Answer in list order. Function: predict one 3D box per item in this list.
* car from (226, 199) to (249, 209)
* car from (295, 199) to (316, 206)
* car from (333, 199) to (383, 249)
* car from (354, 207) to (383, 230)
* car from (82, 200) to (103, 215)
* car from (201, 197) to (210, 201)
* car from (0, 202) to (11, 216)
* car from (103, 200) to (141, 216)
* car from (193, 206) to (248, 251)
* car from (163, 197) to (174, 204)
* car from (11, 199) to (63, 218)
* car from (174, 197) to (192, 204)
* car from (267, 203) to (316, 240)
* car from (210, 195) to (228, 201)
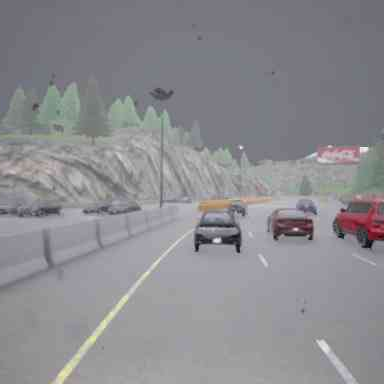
[{"bbox_3d":[4.722,1.686,34.355,1.837,1.490,4.892,0,0,14],"label":"car"},{"bbox_3d":[12.882,1.586,37.843,2.097,1.767,4.553,0,0,15],"label":"car"},{"bbox_3d":[8.258,1.329,15.122,2.150,2.045,5.566,0,0,7],"label":"car"},{"bbox_3d":[12.998,1.766,23.062,1.895,1.301,4.718,0,0,10],"label":"car"},{"bbox_3d":[-9.686,1.627,35.115,1.837,1.490,4.892,0,-1,13],"label":"car"},{"bbox_3d":[3.565,1.877,74.948,2.033,1.411,5.357,0,0,20],"label":"car"},{"bbox_3d":[-17.338,1.639,32.786,1.994,1.385,4.181,0,0,12],"label":"car"},{"bbox_3d":[-6.593,1.631,32.972,1.837,1.490,4.892,0,-1,13],"label":"car"},{"bbox_3d":[1.164,1.564,14.417,2.128,1.511,4.902,0,0,6],"label":"car"},{"bbox_3d":[-4.784,1.768,72.567,1.882,1.535,5.008,0,0,20],"label":"car"},{"bbox_3d":[-14.112,1.434,31.056,2.097,1.767,4.553,0,0,11],"label":"car"},{"bbox_3d":[-1.503,1.824,71.350,1.812,1.442,4.674,0,0,20],"label":"car"},{"bbox_3d":[5.095,1.583,17.723,1.882,1.535,5.008,0,0,8],"label":"car"},{"bbox_3d":[6.363,1.586,72.426,2.150,2.045,5.566,0,0,20],"label":"car"}]
